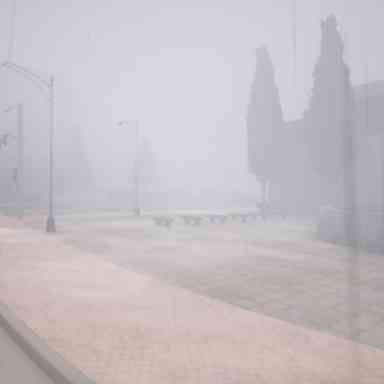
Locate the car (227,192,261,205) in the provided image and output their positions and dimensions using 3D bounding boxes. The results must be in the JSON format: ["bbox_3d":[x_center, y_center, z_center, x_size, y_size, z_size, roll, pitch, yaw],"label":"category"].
[{"bbox_3d":[8.314,1.212,52.780,4.674,1.442,1.812,0,1,-37],"label":"car"}]

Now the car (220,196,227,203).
[{"bbox_3d":[6.919,1.152,56.114,4.892,1.490,1.837,1,0,-37],"label":"car"}]
